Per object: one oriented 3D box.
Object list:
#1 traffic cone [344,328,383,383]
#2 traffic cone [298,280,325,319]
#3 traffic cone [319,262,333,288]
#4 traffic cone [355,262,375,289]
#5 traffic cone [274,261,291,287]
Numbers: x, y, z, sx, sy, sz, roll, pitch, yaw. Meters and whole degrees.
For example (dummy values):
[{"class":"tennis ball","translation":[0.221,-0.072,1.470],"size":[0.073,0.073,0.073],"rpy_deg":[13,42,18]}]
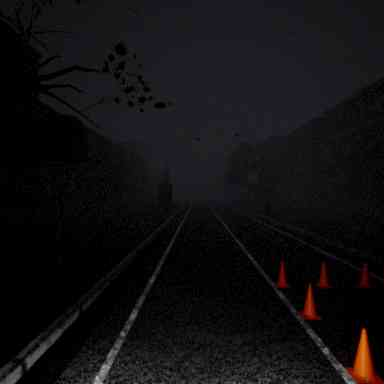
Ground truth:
[{"class":"traffic cone","translation":[2.129,1.981,4.120],"size":[0.340,0.580,0.340],"rpy_deg":[1,0,1]},{"class":"traffic cone","translation":[2.166,1.982,6.120],"size":[0.340,0.580,0.340],"rpy_deg":[1,0,1]},{"class":"traffic cone","translation":[3.203,1.994,8.101],"size":[0.340,0.580,0.340],"rpy_deg":[1,0,1]},{"class":"traffic cone","translation":[4.203,2.005,8.082],"size":[0.340,0.580,0.340],"rpy_deg":[1,0,1]},{"class":"traffic cone","translation":[2.204,1.984,8.120],"size":[0.340,0.580,0.340],"rpy_deg":[1,0,1]}]
